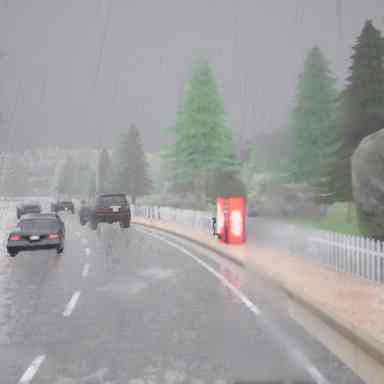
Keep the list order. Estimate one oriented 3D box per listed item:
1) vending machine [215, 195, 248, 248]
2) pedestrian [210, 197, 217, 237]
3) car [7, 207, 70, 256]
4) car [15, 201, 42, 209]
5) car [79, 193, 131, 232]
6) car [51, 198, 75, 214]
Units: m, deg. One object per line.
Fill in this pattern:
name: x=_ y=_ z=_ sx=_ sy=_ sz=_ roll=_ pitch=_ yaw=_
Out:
vending machine: x=1.615 y=1.176 z=13.772 sx=1.100 sy=2.100 sz=0.880 roll=0 pitch=0 yaw=-18
pedestrian: x=1.157 y=1.124 z=15.079 sx=0.375 sy=1.860 sz=0.375 roll=0 pitch=0 yaw=-19
car: x=-6.158 y=1.582 z=13.516 sx=2.033 sy=1.411 sz=5.357 roll=0 pitch=0 yaw=-20
car: x=-14.546 y=1.586 z=29.722 sx=1.837 sy=1.490 sz=4.892 roll=0 pitch=0 yaw=-29
car: x=-5.616 y=1.106 z=21.042 sx=2.150 sy=2.045 sz=5.566 roll=0 pitch=0 yaw=-29
car: x=-13.738 y=1.427 z=35.289 sx=1.837 sy=1.490 sz=4.892 roll=0 pitch=0 yaw=-29
